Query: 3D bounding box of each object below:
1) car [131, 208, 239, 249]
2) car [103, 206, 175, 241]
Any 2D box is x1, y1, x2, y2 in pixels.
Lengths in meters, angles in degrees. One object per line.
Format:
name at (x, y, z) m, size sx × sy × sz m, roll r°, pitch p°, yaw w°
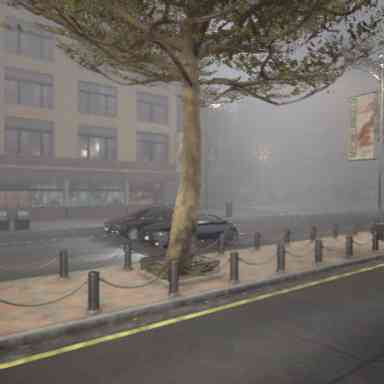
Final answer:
car at (-0.075, 1.547, 13.721) m, size 4.181 × 1.385 × 1.994 m, roll 0°, pitch 0°, yaw -35°
car at (-1.959, 1.488, 16.672) m, size 4.892 × 1.490 × 1.837 m, roll 0°, pitch 0°, yaw -35°
